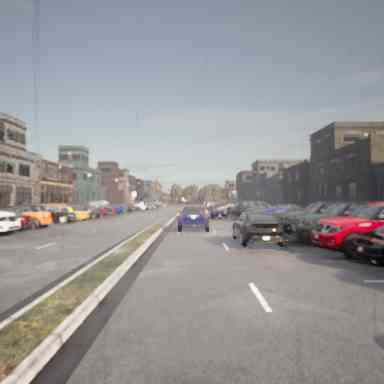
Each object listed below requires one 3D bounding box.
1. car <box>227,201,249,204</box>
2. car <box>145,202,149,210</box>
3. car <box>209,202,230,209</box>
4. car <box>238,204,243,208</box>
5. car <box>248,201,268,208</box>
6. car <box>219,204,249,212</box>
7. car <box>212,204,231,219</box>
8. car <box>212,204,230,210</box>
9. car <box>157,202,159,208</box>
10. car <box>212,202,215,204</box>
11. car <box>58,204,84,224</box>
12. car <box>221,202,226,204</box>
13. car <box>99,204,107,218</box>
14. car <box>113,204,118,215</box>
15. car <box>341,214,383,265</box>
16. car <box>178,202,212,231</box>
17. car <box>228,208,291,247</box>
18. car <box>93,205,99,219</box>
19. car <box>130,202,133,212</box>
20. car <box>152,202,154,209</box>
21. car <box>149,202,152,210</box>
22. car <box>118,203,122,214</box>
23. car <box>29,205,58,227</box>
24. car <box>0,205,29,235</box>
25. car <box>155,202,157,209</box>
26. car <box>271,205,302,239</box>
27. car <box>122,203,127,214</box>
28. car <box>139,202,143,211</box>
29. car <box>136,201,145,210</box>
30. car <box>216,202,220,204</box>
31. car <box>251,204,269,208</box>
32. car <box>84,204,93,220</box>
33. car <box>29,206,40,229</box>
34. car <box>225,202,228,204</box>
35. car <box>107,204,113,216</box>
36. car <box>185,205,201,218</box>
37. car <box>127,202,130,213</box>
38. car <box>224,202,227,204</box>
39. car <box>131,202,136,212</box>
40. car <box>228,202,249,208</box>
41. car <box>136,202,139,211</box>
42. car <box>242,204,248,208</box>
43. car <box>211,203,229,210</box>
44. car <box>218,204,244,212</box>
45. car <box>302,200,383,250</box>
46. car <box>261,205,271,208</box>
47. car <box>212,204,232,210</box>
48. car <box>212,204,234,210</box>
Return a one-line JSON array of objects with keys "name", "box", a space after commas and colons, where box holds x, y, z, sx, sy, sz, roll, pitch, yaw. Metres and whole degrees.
[{"name": "car", "box": [7.608, 2.375, 46.048, 4.553, 1.767, 2.185, 0, -2, 0]}, {"name": "car", "box": [-12.729, 3.067, 71.680, 5.566, 2.045, 2.435, 0, -2, 0]}, {"name": "car", "box": [7.551, 3.818, 92.905, 5.566, 2.045, 2.435, 0, -2, 0]}, {"name": "car", "box": [7.637, 2.220, 35.019, 4.674, 1.452, 2.002, 0, -2, 0]}, {"name": "car", "box": [7.671, 1.900, 29.512, 4.553, 1.767, 2.185, 0, -2, 0]}, {"name": "car", "box": [7.824, 3.013, 62.585, 5.366, 1.575, 1.946, 0, -2, 0]}, {"name": "car", "box": [3.099, 2.421, 39.229, 1.895, 1.301, 4.718, 0, -2, 0]}, {"name": "car", "box": [7.587, 3.917, 87.513, 4.674, 1.452, 2.002, 0, -2, 0]}, {"name": "car", "box": [-12.674, 4.078, 93.885, 5.008, 1.535, 2.097, 0, -2, 0]}, {"name": "car", "box": [7.589, 3.133, 73.614, 5.566, 2.045, 2.435, 0, -2, 0]}, {"name": "car", "box": [-12.786, 2.036, 30.007, 4.892, 1.521, 2.231, 0, -2, 0]}, {"name": "car", "box": [7.610, 2.782, 54.312, 4.792, 1.488, 2.163, 0, -2, 0]}, {"name": "car", "box": [-12.735, 2.302, 38.215, 4.792, 1.488, 2.163, 0, -2, 0]}, {"name": "car", "box": [-12.747, 2.438, 43.772, 4.892, 1.521, 2.231, 0, -2, 0]}, {"name": "car", "box": [7.634, 1.593, 10.224, 5.008, 1.535, 2.097, 0, -1, 0]}, {"name": "car", "box": [0.101, 1.739, 23.745, 2.097, 1.767, 4.553, 0, -2, 0]}, {"name": "car", "box": [3.100, 1.721, 16.254, 1.837, 1.490, 4.892, 0, -1, 0]}, {"name": "car", "box": [-12.742, 2.066, 35.449, 4.553, 1.767, 2.185, 0, -2, 0]}, {"name": "car", "box": [-12.730, 2.817, 54.881, 4.674, 1.452, 2.002, 0, -2, 0]}, {"name": "car", "box": [-12.864, 3.692, 82.783, 5.366, 1.575, 1.946, 0, -2, 0]}, {"name": "car", "box": [-12.655, 3.629, 80.004, 4.792, 1.488, 2.163, 0, -2, 0]}, {"name": "car", "box": [-12.777, 2.550, 46.548, 4.792, 1.488, 2.163, 0, -2, 0]}, {"name": "car", "box": [-12.759, 1.750, 24.332, 4.553, 1.767, 2.185, 0, -1, 0]}, {"name": "car", "box": [-12.773, 1.487, 18.783, 5.566, 2.045, 2.435, 0, -1, 0]}, {"name": "car", "box": [-12.674, 3.883, 88.213, 5.008, 1.535, 2.097, 0, -2, 0]}, {"name": "car", "box": [7.612, 1.492, 18.495, 5.566, 2.045, 2.435, 0, -1, 0]}, {"name": "car", "box": [-12.737, 2.609, 49.452, 5.008, 1.535, 2.097, 0, -2, 0]}, {"name": "car", "box": [-12.708, 3.171, 65.991, 4.674, 1.452, 2.002, 0, -2, 0]}, {"name": "car", "box": [-12.738, 3.100, 68.865, 4.553, 1.767, 2.185, 0, -2, 0]}, {"name": "car", "box": [7.454, 2.924, 59.823, 5.366, 1.575, 1.946, 0, -2, 0]}, {"name": "car", "box": [7.635, 1.948, 26.751, 5.008, 1.535, 2.097, 0, -2, 0]}, {"name": "car", "box": [-12.960, 2.112, 32.786, 5.366, 1.575, 1.946, 0, -2, 0]}, {"name": "car", "box": [-12.794, 1.843, 21.551, 4.674, 1.452, 2.002, 0, -1, 0]}, {"name": "car", "box": [7.669, 2.612, 48.799, 4.792, 1.488, 2.163, 0, -2, 0]}, {"name": "car", "box": [-12.764, 2.354, 40.993, 5.008, 1.535, 2.097, 0, -2, 0]}, {"name": "car", "box": [0.099, 2.361, 41.415, 1.882, 1.535, 5.008, 0, -2, 0]}, {"name": "car", "box": [-12.744, 2.695, 52.230, 4.892, 1.521, 2.231, 0, -2, 0]}, {"name": "car", "box": [7.637, 2.709, 51.592, 4.674, 1.452, 2.002, 0, -2, 0]}, {"name": "car", "box": [-12.756, 2.894, 57.659, 4.792, 1.488, 2.163, 0, -2, 0]}, {"name": "car", "box": [7.634, 2.418, 43.289, 5.008, 1.535, 2.097, 0, -2, 0]}, {"name": "car", "box": [-12.729, 2.953, 60.439, 4.892, 1.521, 2.231, 0, -2, 0]}, {"name": "car", "box": [7.669, 2.133, 32.264, 4.792, 1.488, 2.163, 0, -2, 0]}, {"name": "car", "box": [7.553, 3.846, 90.144, 4.553, 1.767, 2.185, 0, -2, 0]}, {"name": "car", "box": [7.663, 3.136, 65.339, 4.792, 1.488, 2.163, 0, -2, 0]}, {"name": "car", "box": [7.612, 1.387, 12.985, 5.566, 2.045, 2.435, 0, -1, 0]}, {"name": "car", "box": [7.454, 1.802, 21.241, 5.366, 1.575, 1.946, 0, -1, 0]}, {"name": "car", "box": [7.593, 3.813, 84.626, 4.674, 1.452, 2.002, 0, -2, 0]}, {"name": "car", "box": [7.596, 3.674, 81.872, 5.008, 1.535, 2.097, 0, -2, 0]}]
